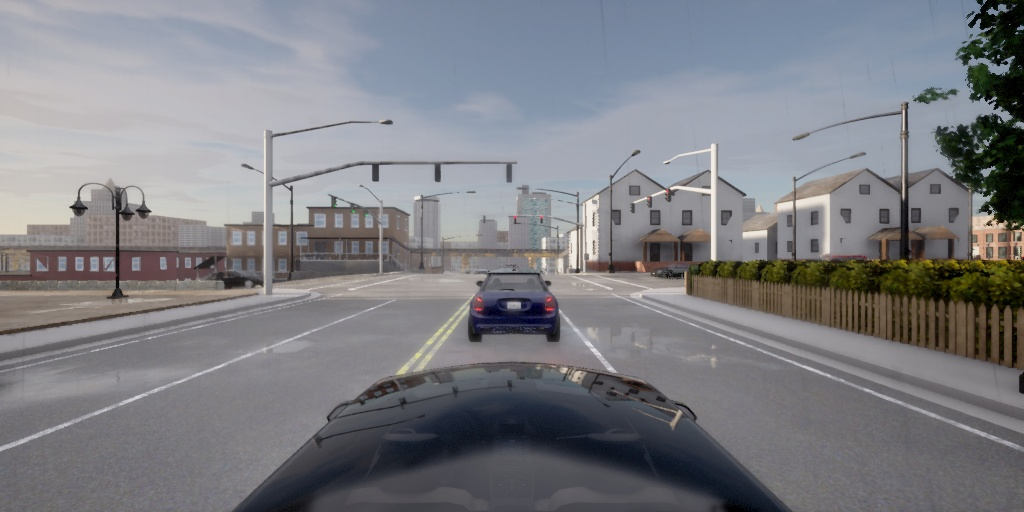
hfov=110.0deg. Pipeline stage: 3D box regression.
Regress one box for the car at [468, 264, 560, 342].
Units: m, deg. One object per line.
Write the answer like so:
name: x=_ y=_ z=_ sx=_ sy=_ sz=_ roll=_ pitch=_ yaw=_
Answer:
car: x=0.056 y=1.102 z=9.967 sx=2.097 sy=1.767 sz=4.553 roll=0 pitch=0 yaw=0

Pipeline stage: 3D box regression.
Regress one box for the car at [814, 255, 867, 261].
car: x=27.898 y=0.969 z=31.257 sx=5.566 sy=2.045 sz=2.150 roll=0 pitch=0 yaw=-1

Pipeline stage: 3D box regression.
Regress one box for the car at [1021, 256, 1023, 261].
car: x=42.787 y=0.971 z=27.795 sx=5.566 sy=2.045 sz=2.150 roll=0 pitch=0 yaw=-1

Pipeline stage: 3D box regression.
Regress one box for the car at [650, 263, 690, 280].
car: x=14.250 y=1.313 z=31.035 sx=4.181 sy=1.385 sz=1.994 roll=0 pitch=0 yaw=-1

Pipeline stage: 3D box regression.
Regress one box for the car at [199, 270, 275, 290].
car: x=-20.506 y=1.789 z=26.777 sx=4.892 sy=1.490 sz=1.837 roll=-5 pitch=0 yaw=-1
